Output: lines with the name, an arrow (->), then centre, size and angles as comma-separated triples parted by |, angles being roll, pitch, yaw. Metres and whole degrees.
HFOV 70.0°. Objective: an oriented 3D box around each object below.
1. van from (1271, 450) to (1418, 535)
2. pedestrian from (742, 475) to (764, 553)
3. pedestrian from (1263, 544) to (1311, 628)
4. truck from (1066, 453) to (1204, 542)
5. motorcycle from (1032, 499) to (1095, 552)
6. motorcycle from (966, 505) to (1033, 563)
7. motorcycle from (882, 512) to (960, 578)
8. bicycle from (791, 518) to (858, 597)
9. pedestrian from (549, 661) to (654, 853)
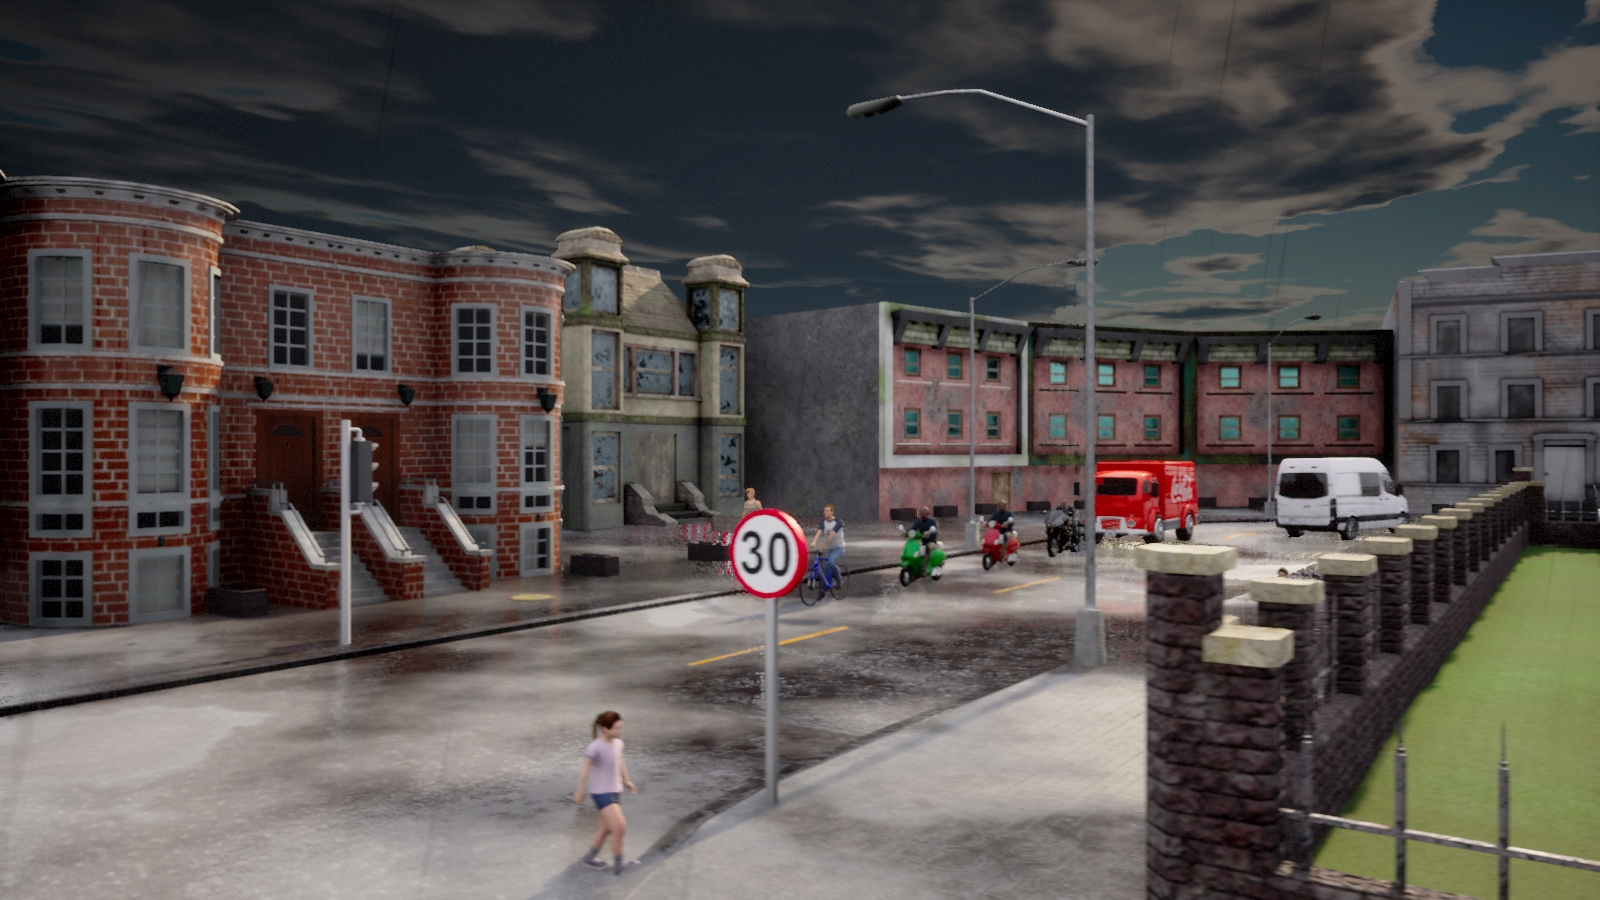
van -> 17.819, 1.316, 37.250 | 5.915, 2.561, 1.988 | 0, -1, -40
pedestrian -> -1.119, 1.525, 27.424 | 0.375, 1.860, 0.375 | 0, 0, 40
pedestrian -> 6.828, 1.897, 16.022 | 0.500, 1.100, 0.500 | 0, 0, 40
truck -> 10.317, 1.348, 34.883 | 2.627, 2.467, 5.204 | 0, 0, 33
motorcycle -> 7.036, 1.985, 30.430 | 0.867, 1.251, 2.209 | 0, 0, 35
motorcycle -> 4.735, 1.962, 27.036 | 0.856, 1.236, 1.805 | 0, 0, 35
motorcycle -> 2.559, 1.962, 23.939 | 0.856, 1.236, 1.805 | 0, 0, 35
bicycle -> 0.467, 1.936, 20.952 | 0.373, 1.296, 1.643 | 0, 0, 35
pedestrian -> -1.313, 2.008, 7.583 | 0.500, 1.100, 0.500 | 0, 0, 21
